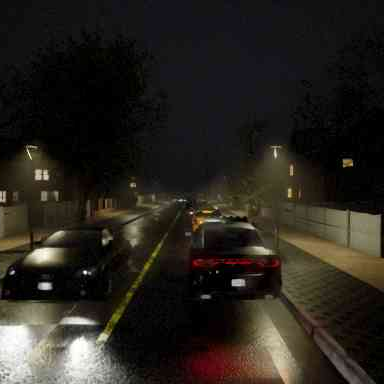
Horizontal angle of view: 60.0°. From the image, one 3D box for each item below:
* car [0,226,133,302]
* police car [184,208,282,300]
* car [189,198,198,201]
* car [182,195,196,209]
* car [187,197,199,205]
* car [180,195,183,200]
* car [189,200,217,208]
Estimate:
[{"bbox_3d":[-2.734,1.566,8.182,1.994,1.385,4.181,0,0,0],"label":"car"},{"bbox_3d":[0.842,1.427,8.567,1.930,1.638,5.238,0,0,0],"label":"police car"},{"bbox_3d":[0.878,1.459,24.650,1.801,1.575,5.366,0,0,0],"label":"car"},{"bbox_3d":[0.120,1.489,45.090,2.128,1.511,4.902,0,0,1],"label":"car"},{"bbox_3d":[0.130,1.536,58.446,2.033,1.411,5.357,0,0,0],"label":"car"},{"bbox_3d":[-2.536,1.553,95.278,1.895,1.301,4.718,0,0,0],"label":"car"},{"bbox_3d":[0.865,1.458,18.650,1.801,1.575,5.366,0,0,0],"label":"car"}]
